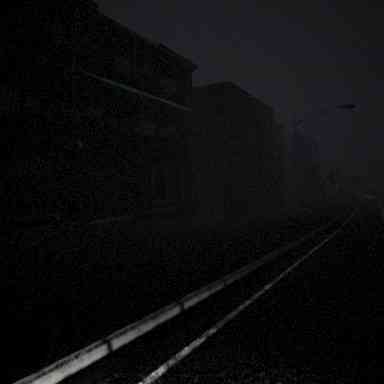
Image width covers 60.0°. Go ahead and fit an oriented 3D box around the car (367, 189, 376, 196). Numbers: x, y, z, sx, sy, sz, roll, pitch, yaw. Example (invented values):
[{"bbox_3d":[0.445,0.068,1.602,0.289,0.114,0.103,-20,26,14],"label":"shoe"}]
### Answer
[{"bbox_3d":[43.516,0.118,80.466,1.882,1.535,5.008,-1,0,29],"label":"car"}]
